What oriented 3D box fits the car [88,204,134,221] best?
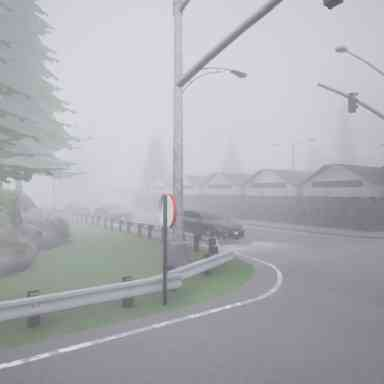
[{"bbox_3d":[-6.909,1.739,28.731,2.033,1.411,5.357,0,0,-35],"label":"car"}]

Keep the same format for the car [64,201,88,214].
[{"bbox_3d":[-13.120,1.738,37.704,2.033,1.411,5.357,0,0,-33],"label":"car"}]

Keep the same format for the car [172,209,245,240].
[{"bbox_3d":[0.727,1.696,17.758,1.837,1.490,4.892,0,0,-35],"label":"car"}]
